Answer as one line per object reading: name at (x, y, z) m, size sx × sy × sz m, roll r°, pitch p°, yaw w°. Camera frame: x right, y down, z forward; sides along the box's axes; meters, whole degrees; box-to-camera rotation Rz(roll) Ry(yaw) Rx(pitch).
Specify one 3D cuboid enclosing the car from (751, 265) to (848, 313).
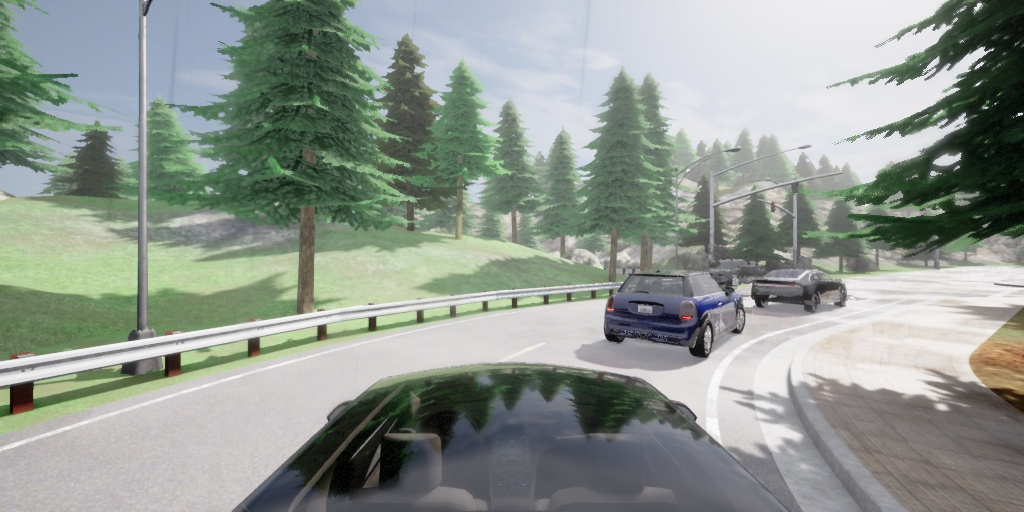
car at (11.341, 1.256, 14.091) m, size 4.902 × 1.511 × 2.128 m, roll 0°, pitch 0°, yaw -32°

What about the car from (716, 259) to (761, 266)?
car at (11.179, 0.885, 18.272) m, size 4.892 × 1.490 × 1.837 m, roll 0°, pitch 0°, yaw -32°

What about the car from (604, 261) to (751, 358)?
car at (4.162, 1.109, 8.877) m, size 2.097 × 1.767 × 4.553 m, roll 0°, pitch 0°, yaw 43°
